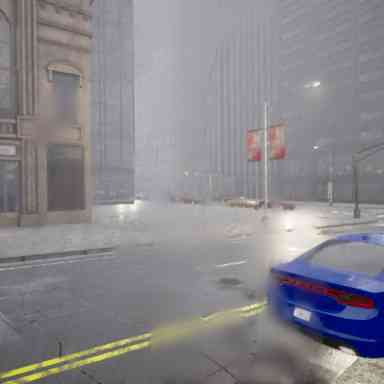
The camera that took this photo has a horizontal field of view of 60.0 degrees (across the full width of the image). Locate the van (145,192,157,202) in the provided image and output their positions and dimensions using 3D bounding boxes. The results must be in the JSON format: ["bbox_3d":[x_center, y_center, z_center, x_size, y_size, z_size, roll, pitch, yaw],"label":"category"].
[{"bbox_3d":[-6.562,0.937,61.086,1.690,1.788,3.998,0,1,-35],"label":"van"}]

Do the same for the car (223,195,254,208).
[{"bbox_3d":[6.544,1.320,42.592,1.752,1.417,4.829,0,1,-35],"label":"car"}]

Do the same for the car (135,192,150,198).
[{"bbox_3d":[-12.613,0.811,84.370,1.887,1.381,4.507,0,1,-35],"label":"car"}]

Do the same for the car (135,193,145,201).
[{"bbox_3d":[-9.815,1.093,65.677,2.008,1.369,4.403,0,1,-35],"label":"car"}]

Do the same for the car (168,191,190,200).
[{"bbox_3d":[-2.856,0.750,70.601,2.192,1.841,5.009,0,1,-35],"label":"car"}]

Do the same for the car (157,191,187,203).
[{"bbox_3d":[-3.310,0.963,56.496,2.192,1.841,5.009,0,1,-35],"label":"car"}]

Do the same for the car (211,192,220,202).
[{"bbox_3d":[3.647,0.856,61.423,2.192,1.841,5.009,0,1,-35],"label":"car"}]

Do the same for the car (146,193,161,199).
[{"bbox_3d":[-9.361,0.906,79.781,1.802,1.307,4.206,0,1,-35],"label":"car"}]

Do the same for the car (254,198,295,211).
[{"bbox_3d":[9.698,1.384,38.141,1.887,1.381,4.507,0,1,-35],"label":"car"}]

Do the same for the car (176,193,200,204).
[{"bbox_3d":[-0.059,1.243,51.909,1.887,1.381,4.507,0,1,-35],"label":"car"}]

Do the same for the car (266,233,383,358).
[{"bbox_3d":[3.498,1.473,5.873,5.008,1.535,1.882,0,0,-35],"label":"car"}]

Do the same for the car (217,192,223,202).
[{"bbox_3d":[6.898,1.157,56.836,1.947,1.339,4.313,0,1,-35],"label":"car"}]
